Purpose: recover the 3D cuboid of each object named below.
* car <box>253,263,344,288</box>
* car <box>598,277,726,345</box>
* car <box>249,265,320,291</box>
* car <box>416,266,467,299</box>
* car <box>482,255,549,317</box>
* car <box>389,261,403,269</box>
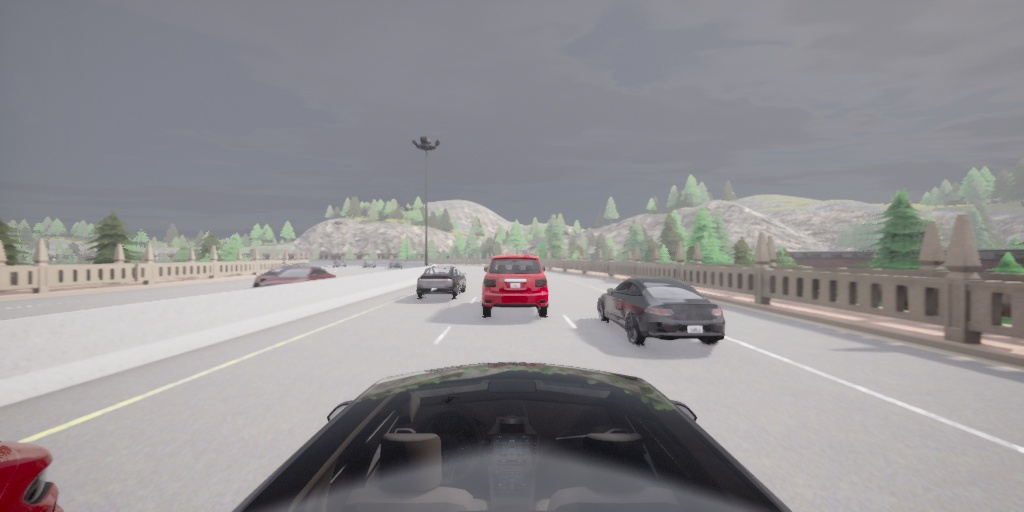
[{"bbox_3d":[-10.667,1.288,18.254,1.812,1.442,4.674,0,0,-1],"label":"car"},{"bbox_3d":[3.601,1.278,9.347,1.812,1.442,4.674,0,0,0],"label":"car"},{"bbox_3d":[-14.276,1.334,22.810,1.994,1.385,4.181,0,0,-2],"label":"car"},{"bbox_3d":[-3.411,1.253,17.956,2.128,1.511,4.902,0,0,0],"label":"car"},{"bbox_3d":[0.102,0.978,13.404,2.150,2.045,5.566,0,0,0],"label":"car"},{"bbox_3d":[-19.012,1.469,58.589,1.994,1.385,4.181,0,0,-24],"label":"car"}]
